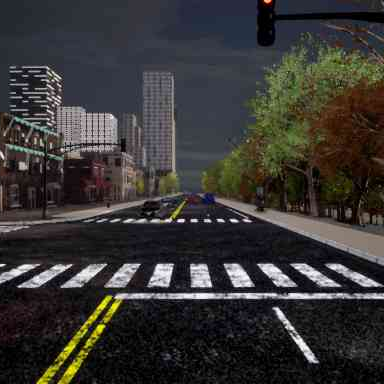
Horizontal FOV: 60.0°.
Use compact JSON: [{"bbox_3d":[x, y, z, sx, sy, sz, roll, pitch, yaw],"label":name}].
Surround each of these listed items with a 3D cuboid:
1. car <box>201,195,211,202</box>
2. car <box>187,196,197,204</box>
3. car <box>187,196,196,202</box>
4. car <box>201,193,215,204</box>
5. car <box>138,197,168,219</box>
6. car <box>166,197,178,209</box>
[{"bbox_3d":[3.092,1.448,74.383,1.882,1.535,5.008,0,0,0],"label":"car"},{"bbox_3d":[-0.025,1.540,64.189,1.994,1.385,4.181,0,0,-1],"label":"car"},{"bbox_3d":[-0.152,1.523,74.141,1.994,1.385,4.181,0,0,0],"label":"car"},{"bbox_3d":[3.217,1.197,63.808,2.150,2.045,5.566,0,0,0],"label":"car"},{"bbox_3d":[-3.411,1.496,28.657,1.837,1.490,4.892,0,0,0],"label":"car"},{"bbox_3d":[-3.445,1.476,45.951,2.128,1.511,4.902,0,0,0],"label":"car"}]
